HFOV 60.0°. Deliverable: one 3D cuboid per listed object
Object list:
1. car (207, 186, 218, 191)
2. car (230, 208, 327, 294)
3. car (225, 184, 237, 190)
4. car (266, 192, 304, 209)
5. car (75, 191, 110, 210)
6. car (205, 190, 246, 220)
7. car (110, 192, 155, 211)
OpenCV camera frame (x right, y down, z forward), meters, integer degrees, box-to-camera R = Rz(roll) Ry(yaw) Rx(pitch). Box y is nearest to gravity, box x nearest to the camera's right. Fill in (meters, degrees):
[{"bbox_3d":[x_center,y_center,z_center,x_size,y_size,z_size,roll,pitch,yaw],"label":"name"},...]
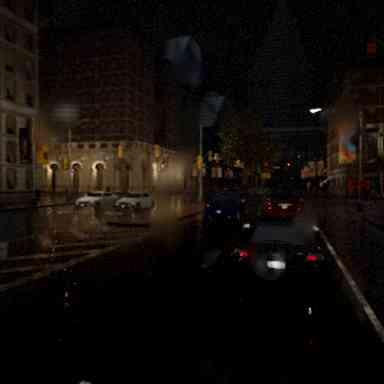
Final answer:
[{"bbox_3d":[5.146,-0.833,83.058,1.895,1.301,4.718,1,2,16],"label":"car"},{"bbox_3d":[2.196,1.327,8.382,1.994,1.385,4.181,1,2,16],"label":"car"},{"bbox_3d":[9.865,-1.025,87.540,1.837,1.490,4.892,1,2,16],"label":"car"},{"bbox_3d":[5.719,0.785,20.420,2.097,1.767,4.553,1,2,17],"label":"car"},{"bbox_3d":[-7.814,0.662,27.894,1.812,1.442,4.674,1,2,16],"label":"car"},{"bbox_3d":[2.192,0.872,20.834,1.882,1.535,5.008,1,2,17],"label":"car"},{"bbox_3d":[-4.458,0.717,26.901,1.812,1.442,4.674,1,2,16],"label":"car"}]
